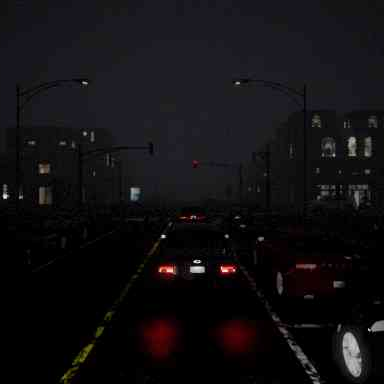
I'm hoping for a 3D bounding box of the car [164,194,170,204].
[{"bbox_3d":[-5.762,1.559,63.105,2.008,1.369,4.403,0,0,0],"label":"car"}]

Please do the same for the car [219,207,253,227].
[{"bbox_3d":[2.671,1.553,19.669,2.008,1.369,4.403,0,0,0],"label":"car"}]

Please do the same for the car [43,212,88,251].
[{"bbox_3d":[-5.703,1.552,13.984,2.008,1.369,4.403,0,0,0],"label":"car"}]

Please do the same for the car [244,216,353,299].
[{"bbox_3d":[2.685,1.546,8.285,1.887,1.381,4.507,0,0,0],"label":"car"}]

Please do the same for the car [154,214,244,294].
[{"bbox_3d":[0.089,1.548,8.941,2.033,1.411,5.357,0,0,0],"label":"car"}]

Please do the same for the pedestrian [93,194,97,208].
[{"bbox_3d":[-12.603,1.135,43.187,0.375,1.860,0.375,0,-1,1],"label":"pedestrian"}]

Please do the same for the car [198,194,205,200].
[{"bbox_3d":[2.586,1.458,90.712,1.967,1.590,4.097,0,0,0],"label":"car"}]

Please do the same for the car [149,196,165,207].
[{"bbox_3d":[-5.749,1.588,52.062,1.802,1.307,4.206,0,0,0],"label":"car"}]

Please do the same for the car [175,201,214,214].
[{"bbox_3d":[0.077,1.507,19.462,1.837,1.490,4.892,0,0,0],"label":"car"}]

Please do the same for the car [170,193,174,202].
[{"bbox_3d":[-5.775,1.451,74.149,1.967,1.590,4.097,0,0,0],"label":"car"}]

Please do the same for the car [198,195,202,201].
[{"bbox_3d":[2.618,1.590,63.101,1.802,1.307,4.206,0,0,0],"label":"car"}]

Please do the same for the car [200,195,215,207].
[{"bbox_3d":[2.632,1.572,52.059,1.947,1.339,4.313,0,0,0],"label":"car"}]

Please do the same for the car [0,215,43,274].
[{"bbox_3d":[-5.695,1.441,8.292,1.967,1.590,4.097,0,0,0],"label":"car"}]

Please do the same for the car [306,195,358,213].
[{"bbox_3d":[15.567,1.315,37.253,5.566,2.045,2.150,0,0,1],"label":"car"}]

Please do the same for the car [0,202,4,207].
[{"bbox_3d":[-25.499,1.447,40.427,4.829,1.417,1.752,0,-1,1],"label":"car"}]

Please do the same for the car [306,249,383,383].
[{"bbox_3d":[2.691,1.551,2.593,2.008,1.369,4.403,0,0,0],"label":"car"}]
